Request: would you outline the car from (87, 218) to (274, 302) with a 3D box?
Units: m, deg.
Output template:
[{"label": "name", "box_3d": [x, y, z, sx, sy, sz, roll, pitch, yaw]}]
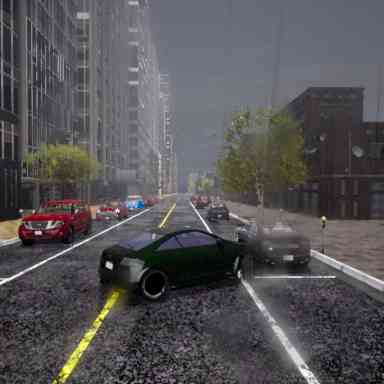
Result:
[{"label": "car", "box_3d": [-0.166, 1.558, 8.368, 4.181, 1.385, 1.994, 0, 0, -36]}]

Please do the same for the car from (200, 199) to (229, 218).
[{"label": "car", "box_3d": [2.009, 1.543, 27.035, 2.008, 1.369, 4.403, -1, 0, -2]}]

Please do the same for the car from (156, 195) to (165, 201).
[{"label": "car", "box_3d": [-7.862, 1.497, 82.715, 1.752, 1.417, 4.829, -1, 0, -2]}]

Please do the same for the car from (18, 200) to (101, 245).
[{"label": "car", "box_3d": [-6.193, 1.310, 15.761, 2.192, 1.841, 5.009, -1, 0, -2]}]

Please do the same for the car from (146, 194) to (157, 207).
[{"label": "car", "box_3d": [-6.989, 1.299, 49.688, 2.192, 1.841, 5.009, -1, 0, -2]}]

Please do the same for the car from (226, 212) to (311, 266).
[{"label": "car", "box_3d": [2.547, 1.548, 11.175, 2.008, 1.369, 4.403, -1, 0, -2]}]

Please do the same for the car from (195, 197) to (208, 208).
[{"label": "car", "box_3d": [1.387, 1.509, 50.070, 1.752, 1.417, 4.829, -1, 0, -2]}]

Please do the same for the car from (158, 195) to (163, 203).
[{"label": "car", "box_3d": [-7.426, 1.522, 66.287, 1.887, 1.381, 4.507, -1, 0, -2]}]

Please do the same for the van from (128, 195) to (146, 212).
[{"label": "van", "box_3d": [-6.696, 1.329, 38.622, 1.690, 1.788, 3.998, -1, 0, -2]}]

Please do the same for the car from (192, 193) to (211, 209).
[{"label": "car", "box_3d": [1.534, 1.301, 44.367, 2.192, 1.841, 5.009, -1, 0, -2]}]

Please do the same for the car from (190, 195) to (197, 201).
[{"label": "car", "box_3d": [0.366, 1.551, 88.628, 1.802, 1.307, 4.206, -1, 0, -2]}]

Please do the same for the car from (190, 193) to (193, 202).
[{"label": "car", "box_3d": [0.801, 1.291, 72.031, 2.192, 1.841, 5.009, -1, 0, -2]}]

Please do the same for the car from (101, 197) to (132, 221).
[{"label": "car", "box_3d": [-6.394, 1.432, 26.829, 1.967, 1.590, 4.097, -1, 0, -2]}]

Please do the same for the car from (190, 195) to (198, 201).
[{"label": "car", "box_3d": [0.512, 1.537, 83.095, 1.947, 1.339, 4.313, -1, 0, -2]}]
